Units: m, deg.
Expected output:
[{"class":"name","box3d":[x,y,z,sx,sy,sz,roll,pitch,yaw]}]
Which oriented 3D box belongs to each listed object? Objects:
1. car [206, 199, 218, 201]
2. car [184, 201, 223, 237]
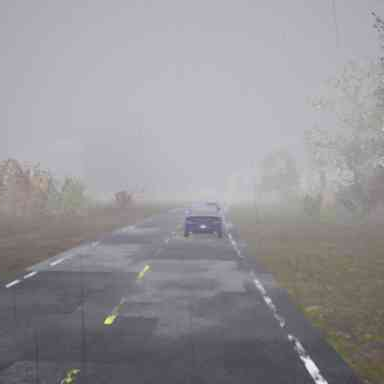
[{"class":"car","box3d":[2.375,1.521,39.126,1.812,1.442,4.674,0,0,6]},{"class":"car","box3d":[0.646,1.477,18.163,1.882,1.535,5.008,0,0,3]}]
